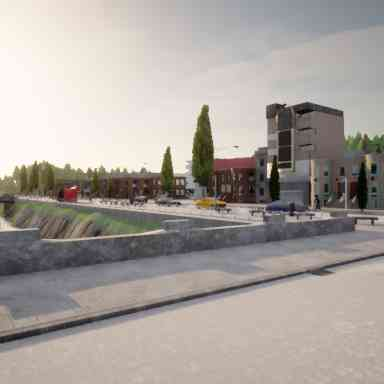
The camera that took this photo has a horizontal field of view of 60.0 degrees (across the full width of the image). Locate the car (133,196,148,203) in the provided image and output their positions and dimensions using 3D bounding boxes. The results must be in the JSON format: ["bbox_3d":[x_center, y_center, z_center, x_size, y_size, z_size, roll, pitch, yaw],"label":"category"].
[{"bbox_3d":[-10.772,1.526,68.555,1.812,1.442,4.674,0,0,-36],"label":"car"}]

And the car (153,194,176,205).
[{"bbox_3d":[-5.044,1.352,60.515,2.097,1.767,4.553,0,0,-36],"label":"car"}]

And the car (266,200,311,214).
[{"bbox_3d":[9.434,1.525,32.954,1.812,1.442,4.674,0,0,-35],"label":"car"}]

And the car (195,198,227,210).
[{"bbox_3d":[2.415,1.478,42.797,1.882,1.535,5.008,0,0,-35],"label":"car"}]

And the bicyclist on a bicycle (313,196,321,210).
[{"bbox_3d":[14.931,1.349,39.684,1.656,1.620,0.582,0,0,-35],"label":"bicyclist on a bicycle"}]

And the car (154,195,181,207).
[{"bbox_3d":[-3.797,1.547,51.567,2.033,1.411,5.357,0,0,-35],"label":"car"}]
